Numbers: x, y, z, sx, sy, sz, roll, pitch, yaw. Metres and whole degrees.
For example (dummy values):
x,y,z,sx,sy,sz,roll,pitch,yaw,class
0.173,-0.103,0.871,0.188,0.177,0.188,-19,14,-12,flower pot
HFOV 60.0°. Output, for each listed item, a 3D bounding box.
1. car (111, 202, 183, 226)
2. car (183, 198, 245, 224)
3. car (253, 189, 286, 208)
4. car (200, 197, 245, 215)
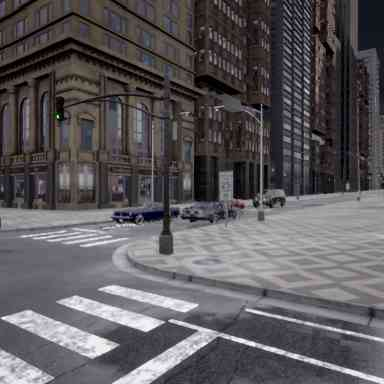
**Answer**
x,y,z,sx,sy,sz,roll,pitch,yaw,class
-2.943,1.351,21.606,1.895,1.301,4.718,0,1,36,car
1.460,1.270,22.268,2.033,1.411,5.357,0,1,35,car
8.998,0.697,38.346,2.150,2.045,5.566,0,1,36,car
2.859,1.218,29.740,1.895,1.301,4.718,0,1,35,car
